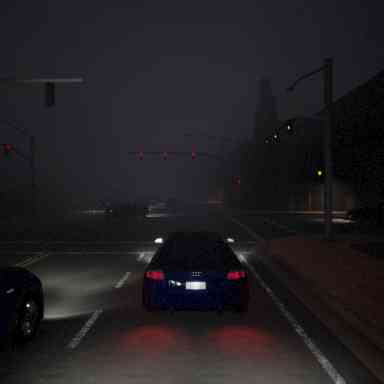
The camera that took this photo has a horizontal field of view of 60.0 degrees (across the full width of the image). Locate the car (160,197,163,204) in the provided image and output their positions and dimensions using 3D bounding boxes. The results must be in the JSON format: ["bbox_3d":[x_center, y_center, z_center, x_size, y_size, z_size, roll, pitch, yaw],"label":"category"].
[{"bbox_3d":[-6.675,1.564,64.777,1.994,1.385,4.181,0,0,1],"label":"car"}]

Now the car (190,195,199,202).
[{"bbox_3d":[0.584,1.535,72.637,2.033,1.411,5.357,0,0,2],"label":"car"}]

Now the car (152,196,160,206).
[{"bbox_3d":[-6.961,1.526,54.863,1.812,1.442,4.674,0,0,2],"label":"car"}]

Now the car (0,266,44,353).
[{"bbox_3d":[-3.442,1.352,3.538,2.097,1.767,4.553,0,0,0],"label":"car"}]

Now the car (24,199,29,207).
[{"bbox_3d":[-24.912,1.156,46.041,3.866,1.878,1.905,0,0,0],"label":"car"}]

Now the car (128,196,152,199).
[{"bbox_3d":[-7.169,1.564,46.102,1.994,1.385,4.181,0,0,2],"label":"car"}]

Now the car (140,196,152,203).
[{"bbox_3d":[-9.942,1.548,71.780,1.994,1.385,4.181,0,0,2],"label":"car"}]

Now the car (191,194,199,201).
[{"bbox_3d":[0.864,1.395,83.281,1.882,1.535,5.008,0,0,2],"label":"car"}]

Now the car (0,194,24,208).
[{"bbox_3d":[-24.969,1.153,43.146,4.605,1.855,1.932,0,0,0],"label":"car"}]

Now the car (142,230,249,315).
[{"bbox_3d":[0.066,1.564,7.677,1.994,1.385,4.181,0,0,0],"label":"car"}]

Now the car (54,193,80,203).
[{"bbox_3d":[-24.937,1.156,65.664,3.866,1.878,1.905,0,0,0],"label":"car"}]

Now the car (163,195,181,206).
[{"bbox_3d":[-3.279,1.505,54.924,1.837,1.490,4.892,0,0,1],"label":"car"}]

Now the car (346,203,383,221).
[{"bbox_3d":[15.241,1.547,26.458,5.357,1.411,2.033,0,0,0],"label":"car"}]

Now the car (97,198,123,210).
[{"bbox_3d":[-10.734,1.505,42.892,1.837,1.490,4.892,0,0,1],"label":"car"}]

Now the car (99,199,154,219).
[{"bbox_3d":[-5.673,1.564,29.245,1.994,1.385,4.181,0,0,31],"label":"car"}]

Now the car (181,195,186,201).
[{"bbox_3d":[-2.642,1.553,83.094,1.994,1.385,4.181,0,0,2],"label":"car"}]

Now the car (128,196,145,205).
[{"bbox_3d":[-10.269,1.492,61.738,2.128,1.511,4.902,0,0,2],"label":"car"}]
